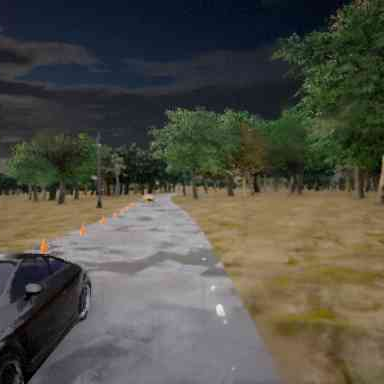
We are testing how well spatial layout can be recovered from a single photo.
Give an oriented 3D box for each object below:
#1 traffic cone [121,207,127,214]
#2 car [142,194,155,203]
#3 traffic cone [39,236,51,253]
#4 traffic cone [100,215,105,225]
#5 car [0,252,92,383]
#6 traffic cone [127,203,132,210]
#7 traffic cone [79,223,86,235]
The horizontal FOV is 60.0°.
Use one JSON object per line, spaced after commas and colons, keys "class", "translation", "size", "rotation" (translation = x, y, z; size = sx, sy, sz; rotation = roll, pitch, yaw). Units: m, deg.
{"class": "traffic cone", "translation": [-6.645, 1.771, 31.844], "size": [0.340, 0.580, 0.340], "rotation": [0, 0, -5]}
{"class": "car", "translation": [-7.336, 1.021, 56.391], "size": [1.882, 1.535, 5.008], "rotation": [0, 1, -12]}
{"class": "traffic cone", "translation": [-5.344, 1.907, 12.036], "size": [0.340, 0.580, 0.340], "rotation": [0, 0, -2]}
{"class": "traffic cone", "translation": [-5.858, 1.844, 21.949], "size": [0.340, 0.580, 0.340], "rotation": [0, 0, -4]}
{"class": "car", "translation": [-2.767, 1.550, 4.365], "size": [1.994, 1.385, 4.181], "rotation": [0, 0, -1]}
{"class": "traffic cone", "translation": [-7.140, 1.727, 36.782], "size": [0.340, 0.580, 0.340], "rotation": [0, 1, -6]}
{"class": "traffic cone", "translation": [-5.567, 1.876, 16.994], "size": [0.340, 0.580, 0.340], "rotation": [0, 0, -3]}
